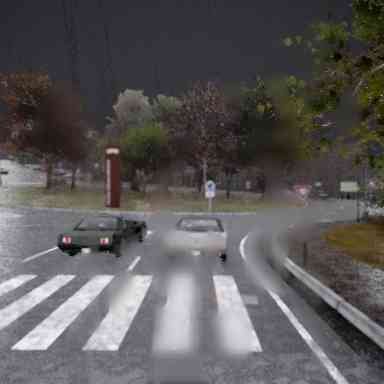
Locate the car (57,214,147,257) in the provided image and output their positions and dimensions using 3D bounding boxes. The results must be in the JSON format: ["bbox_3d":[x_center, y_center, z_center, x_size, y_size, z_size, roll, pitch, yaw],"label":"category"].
[{"bbox_3d":[-3.048,1.484,12.448,1.895,1.301,4.718,0,1,5],"label":"car"}]

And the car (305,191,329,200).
[{"bbox_3d":[20.625,0.496,55.361,2.128,1.511,4.902,0,2,-15],"label":"car"}]

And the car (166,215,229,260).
[{"bbox_3d":[0.336,1.494,11.989,1.895,1.301,4.718,0,1,5],"label":"car"}]

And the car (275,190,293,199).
[{"bbox_3d":[16.028,0.403,59.049,1.812,1.442,4.674,-1,2,-23],"label":"car"}]
